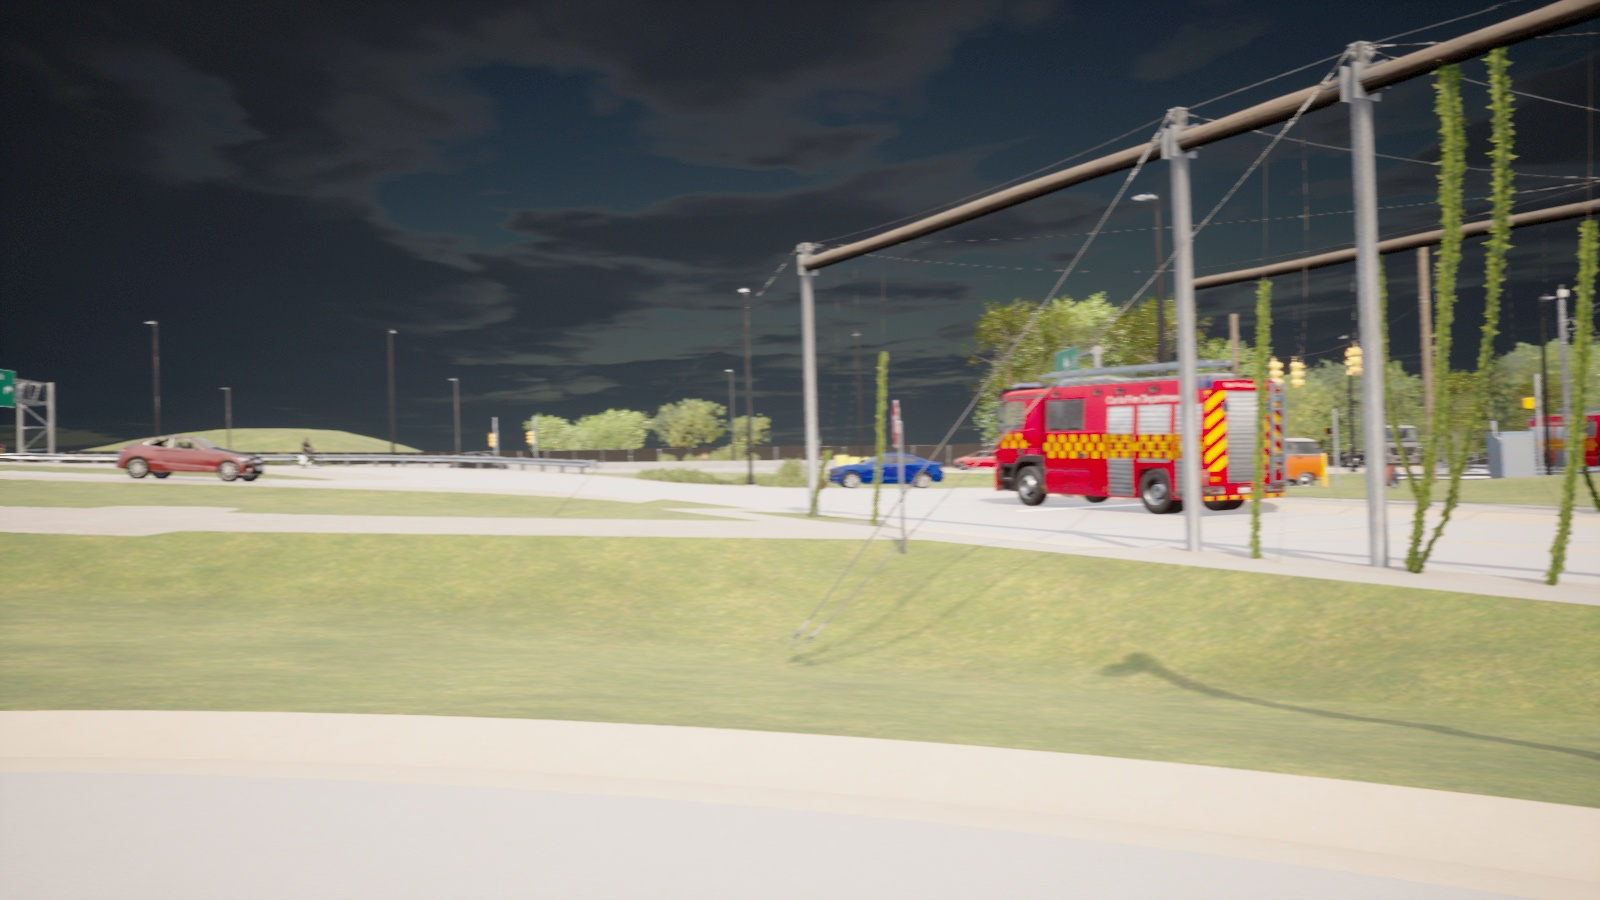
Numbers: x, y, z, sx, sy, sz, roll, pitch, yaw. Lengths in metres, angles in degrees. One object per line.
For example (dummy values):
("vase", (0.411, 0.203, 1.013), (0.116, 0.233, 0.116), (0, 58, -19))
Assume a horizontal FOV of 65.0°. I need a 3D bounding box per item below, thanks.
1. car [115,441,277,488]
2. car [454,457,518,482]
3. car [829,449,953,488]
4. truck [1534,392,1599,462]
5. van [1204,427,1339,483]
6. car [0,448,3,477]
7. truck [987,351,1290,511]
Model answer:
("car", (-22.628, 0.553, 47.205), (5.027, 1.651, 2.152), (1, -1, -2))
("car", (-20.143, 1.255, 80.675), (3.705, 1.549, 1.789), (-1, -1, -3))
("car", (3.854, 0.795, 53.699), (5.008, 1.535, 1.882), (-1, -1, -7))
("truck", (45.008, -1.315, 69.942), (2.891, 3.827, 8.468), (-2, 1, -3))
("van", (17.918, 0.200, 47.833), (4.442, 1.987, 1.775), (-1, -1, -5))
("car", (-41.507, 0.610, 61.692), (1.837, 1.490, 4.892), (1, 0, -4))
("truck", (8.938, -0.486, 34.536), (2.891, 3.827, 8.468), (-2, 1, -28))
